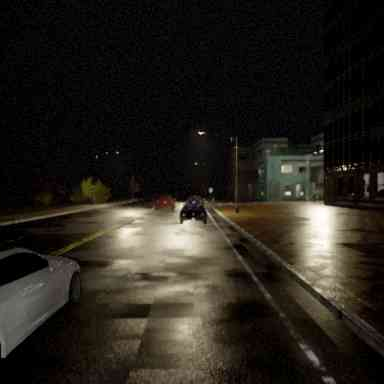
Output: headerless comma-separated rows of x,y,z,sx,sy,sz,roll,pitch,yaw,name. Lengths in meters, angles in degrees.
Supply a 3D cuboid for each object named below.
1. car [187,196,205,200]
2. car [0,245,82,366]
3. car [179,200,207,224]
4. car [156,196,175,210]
0.465,1.221,41.083,2.097,1.767,4.553,0,0,6,car
-3.153,1.510,4.920,1.812,1.442,4.674,0,0,0,car
0.088,1.525,24.342,1.895,1.301,4.718,0,0,0,car
-3.170,1.222,40.987,2.097,1.767,4.553,0,0,0,car
